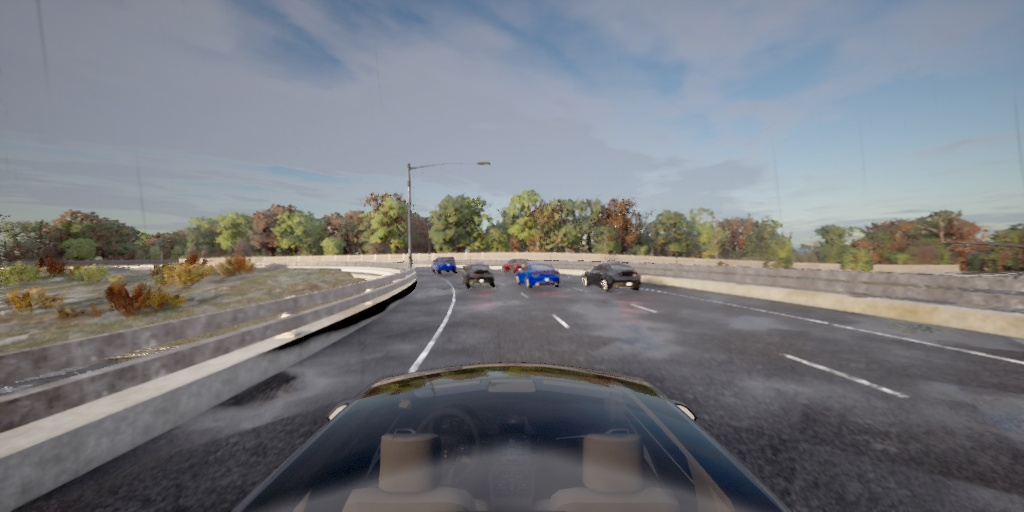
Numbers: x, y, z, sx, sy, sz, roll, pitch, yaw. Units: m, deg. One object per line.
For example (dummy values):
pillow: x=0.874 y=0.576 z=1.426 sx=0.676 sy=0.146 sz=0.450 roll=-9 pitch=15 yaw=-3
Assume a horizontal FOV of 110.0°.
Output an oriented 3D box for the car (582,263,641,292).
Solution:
car: x=5.520 y=1.143 z=20.376 sx=1.837 sy=1.490 sz=4.892 roll=-1 pitch=1 yaw=-9

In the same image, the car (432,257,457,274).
car: x=-8.244 y=1.105 z=43.320 sx=2.150 sy=2.045 sz=5.566 roll=-1 pitch=0 yaw=-22

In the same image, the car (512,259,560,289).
car: x=1.546 y=1.187 z=22.802 sx=1.882 sy=1.535 sz=5.008 roll=-1 pitch=0 yaw=-11

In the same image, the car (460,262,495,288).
car: x=-2.362 y=1.287 z=24.482 sx=1.837 sy=1.490 sz=4.892 roll=-1 pitch=0 yaw=-12

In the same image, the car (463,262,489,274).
car: x=-4.408 y=1.411 z=43.179 sx=1.895 sy=1.301 sz=4.718 roll=-1 pitch=0 yaw=-22

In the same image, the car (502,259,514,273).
car: x=0.458 y=1.071 z=40.024 sx=2.097 sy=1.767 sz=4.553 roll=-1 pitch=0 yaw=-19
